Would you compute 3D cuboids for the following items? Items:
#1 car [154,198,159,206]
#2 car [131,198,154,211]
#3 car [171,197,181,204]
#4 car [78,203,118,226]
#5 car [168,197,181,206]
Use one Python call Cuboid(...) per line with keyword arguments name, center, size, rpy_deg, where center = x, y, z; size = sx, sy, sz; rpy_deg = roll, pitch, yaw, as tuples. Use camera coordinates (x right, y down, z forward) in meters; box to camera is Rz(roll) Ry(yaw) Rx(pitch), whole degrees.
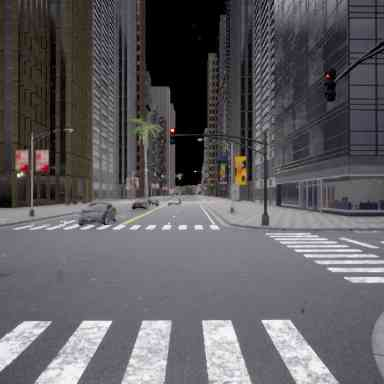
Cuboid(name="car", center=(-6.670, 1.727, 56.332), size=(1.994, 1.385, 4.181), rpy_deg=(0, 0, 0))
Cuboid(name="car", center=(-6.674, 1.657, 43.720), size=(2.033, 1.411, 5.357), rpy_deg=(0, 0, 0))
Cuboid(name="car", center=(-3.284, 1.786, 69.824), size=(1.994, 1.385, 4.181), rpy_deg=(0, 0, 0))
Cuboid(name="car", center=(-6.644, 1.553, 23.872), size=(1.837, 1.490, 4.892), rpy_deg=(0, 0, 0))
Cuboid(name="car", center=(-3.266, 1.779, 59.928), size=(1.895, 1.301, 4.718), rpy_deg=(0, 0, 0))
